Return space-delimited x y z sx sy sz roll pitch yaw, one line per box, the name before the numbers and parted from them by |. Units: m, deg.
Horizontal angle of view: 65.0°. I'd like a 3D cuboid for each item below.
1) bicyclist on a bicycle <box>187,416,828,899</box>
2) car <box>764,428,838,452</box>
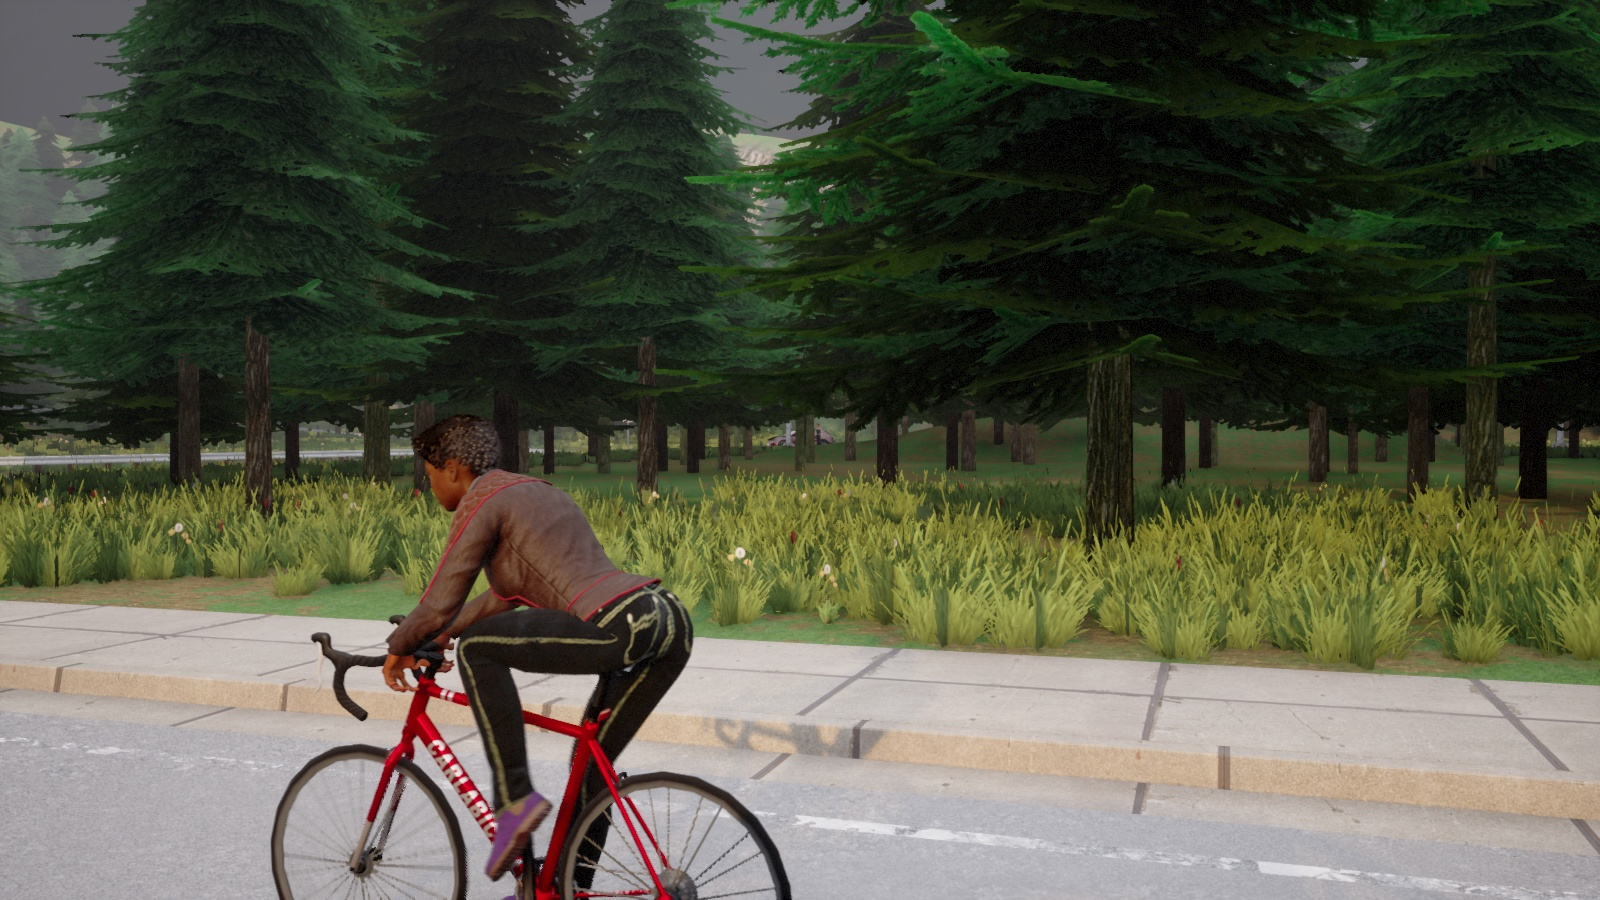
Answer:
bicyclist on a bicycle | -0.802 0.721 3.463 1.656 1.620 0.582 0 1 19
car | 0.050 -0.695 88.990 4.856 1.649 2.033 0 1 -19
